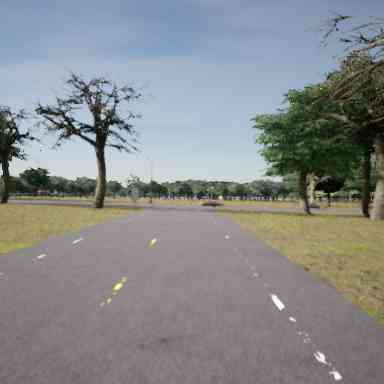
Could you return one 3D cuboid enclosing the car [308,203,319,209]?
[{"bbox_3d":[27.050,3.188,76.641,4.181,1.385,1.994,2,0,0],"label":"car"}]

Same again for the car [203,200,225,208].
[{"bbox_3d":[4.528,2.510,69.747,4.674,1.442,1.812,2,0,0],"label":"car"}]
